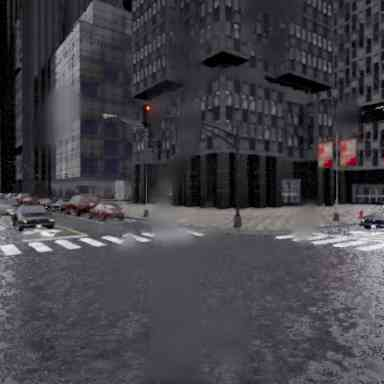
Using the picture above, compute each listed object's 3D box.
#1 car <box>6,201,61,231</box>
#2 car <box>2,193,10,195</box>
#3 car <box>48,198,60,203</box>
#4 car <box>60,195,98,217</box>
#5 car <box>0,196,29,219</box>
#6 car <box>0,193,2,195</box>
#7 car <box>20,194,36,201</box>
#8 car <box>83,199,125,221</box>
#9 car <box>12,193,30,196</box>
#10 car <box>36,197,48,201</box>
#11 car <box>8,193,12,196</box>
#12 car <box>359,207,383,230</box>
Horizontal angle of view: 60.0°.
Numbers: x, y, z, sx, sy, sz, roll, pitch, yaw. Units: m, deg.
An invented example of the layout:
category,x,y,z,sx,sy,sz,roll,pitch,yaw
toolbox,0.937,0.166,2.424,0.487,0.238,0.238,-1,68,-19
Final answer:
category,x,y,z,sx,sy,sz,roll,pitch,yaw
car,-9.865,1.490,20.455,2.033,1.411,5.357,0,0,-34
car,-33.332,1.115,61.984,2.192,1.841,5.009,0,0,-36
car,-13.267,1.439,34.746,1.947,1.339,4.313,0,0,-36
car,-9.923,1.205,30.205,2.192,1.841,5.009,0,0,-36
car,-15.750,1.400,28.389,2.128,1.511,4.902,0,0,-36
car,-40.021,1.096,71.065,2.192,1.841,5.009,0,0,-36
car,-23.300,1.375,48.364,1.887,1.381,4.507,0,0,-36
car,-6.578,1.492,25.666,1.802,1.307,4.206,0,0,-36
car,-26.644,1.134,52.904,2.192,1.841,5.009,0,0,-36
car,-16.610,1.423,39.285,1.947,1.339,4.313,0,0,-36
car,-29.988,1.375,57.444,1.947,1.339,4.313,0,0,-36
car,12.570,1.594,20.632,5.357,1.411,2.033,0,0,-35
